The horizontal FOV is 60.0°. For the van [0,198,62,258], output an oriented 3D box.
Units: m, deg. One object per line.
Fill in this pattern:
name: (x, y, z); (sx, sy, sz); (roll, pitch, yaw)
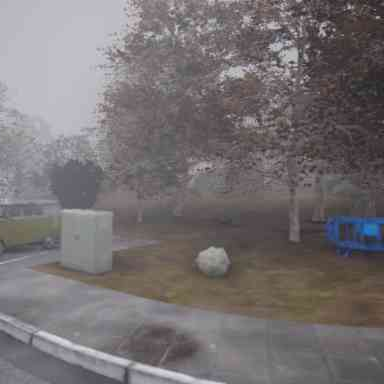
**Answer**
van: (-6.856, 1.262, 12.219); (1.878, 1.987, 4.442); (1, -1, 16)
